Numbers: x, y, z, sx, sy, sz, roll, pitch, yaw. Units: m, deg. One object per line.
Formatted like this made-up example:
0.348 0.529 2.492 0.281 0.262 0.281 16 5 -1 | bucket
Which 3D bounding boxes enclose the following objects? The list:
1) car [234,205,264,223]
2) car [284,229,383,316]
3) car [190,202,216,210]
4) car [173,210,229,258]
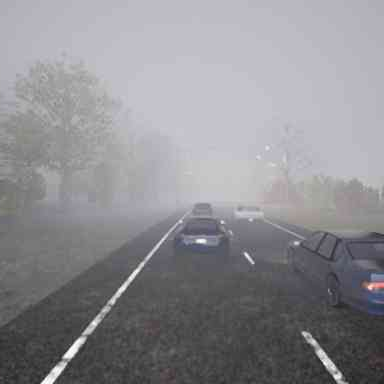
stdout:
4.335 1.707 26.080 1.895 1.301 4.718 0 0 3 | car
3.712 1.594 7.890 2.033 1.411 5.357 0 0 2 | car
0.922 1.598 28.058 1.837 1.490 4.892 0 0 3 | car
0.372 1.607 13.066 1.994 1.385 4.181 0 0 2 | car
